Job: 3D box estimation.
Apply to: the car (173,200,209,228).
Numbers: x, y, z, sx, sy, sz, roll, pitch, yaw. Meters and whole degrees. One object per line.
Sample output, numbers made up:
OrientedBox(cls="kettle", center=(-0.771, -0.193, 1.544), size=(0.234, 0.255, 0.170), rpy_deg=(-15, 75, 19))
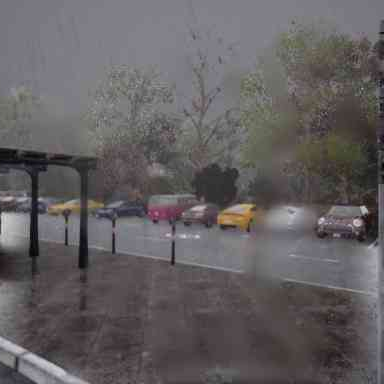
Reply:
OrientedBox(cls="car", center=(1.126, 1.482, 21.878), size=(2.002, 1.452, 4.674), rpy_deg=(1, 0, 35))

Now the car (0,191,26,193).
OrientedBox(cls="car", center=(-21.535, 0.923, 37.896), size=(2.435, 2.045, 5.566), rpy_deg=(1, 0, 35))

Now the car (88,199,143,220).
OrientedBox(cls="car", center=(-5.682, 1.391, 26.668), size=(2.163, 1.488, 4.792), rpy_deg=(1, 0, 35))

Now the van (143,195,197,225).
OrientedBox(cls="van", center=(-1.067, 1.189, 23.578), size=(1.878, 1.987, 4.442), rpy_deg=(1, 0, 35))

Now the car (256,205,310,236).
OrientedBox(cls="car", center=(5.658, 1.537, 18.669), size=(2.002, 1.452, 4.674), rpy_deg=(1, 0, 35))

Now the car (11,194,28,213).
OrientedBox(cls="car", center=(-14.721, 1.255, 33.113), size=(2.231, 1.521, 4.892), rpy_deg=(1, 0, 35))

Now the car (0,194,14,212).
OrientedBox(cls="car", center=(-16.987, 1.227, 34.717), size=(2.097, 1.535, 5.008), rpy_deg=(1, 0, 35))

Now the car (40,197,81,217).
OrientedBox(cls="car", center=(-10.303, 1.305, 29.749), size=(1.946, 1.575, 5.366), rpy_deg=(1, 0, 35))

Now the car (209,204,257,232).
OrientedBox(cls="car", center=(3.391, 1.469, 20.271), size=(2.097, 1.535, 5.008), rpy_deg=(1, 0, 35))

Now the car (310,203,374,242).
OrientedBox(cls="car", center=(7.943, 1.399, 17.092), size=(2.185, 1.767, 4.553), rpy_deg=(1, 0, 35))

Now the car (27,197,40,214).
OrientedBox(cls="car", center=(-12.444, 1.311, 31.528), size=(2.163, 1.488, 4.792), rpy_deg=(1, 0, 35))
